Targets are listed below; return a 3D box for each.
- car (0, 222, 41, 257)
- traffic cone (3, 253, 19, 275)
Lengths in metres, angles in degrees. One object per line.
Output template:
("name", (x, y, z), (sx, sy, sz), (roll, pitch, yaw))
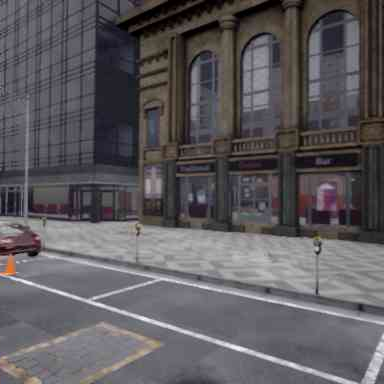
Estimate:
("car", (-7.354, 1.776, 12.633), (4.206, 1.307, 1.802), (0, -1, 37))
("traffic cone", (-5.337, 2.110, 9.817), (0.340, 0.580, 0.340), (0, -1, 37))
